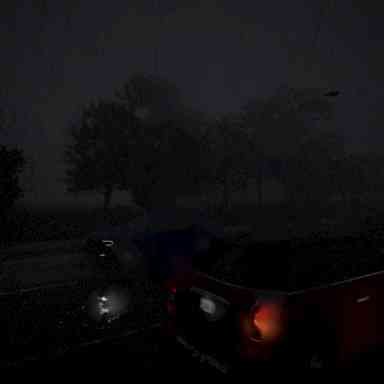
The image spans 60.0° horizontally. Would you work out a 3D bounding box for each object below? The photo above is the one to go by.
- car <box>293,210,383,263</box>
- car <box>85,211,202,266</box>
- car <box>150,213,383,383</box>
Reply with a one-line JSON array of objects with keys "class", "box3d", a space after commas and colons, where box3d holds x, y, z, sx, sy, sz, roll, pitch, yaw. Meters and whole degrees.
[{"class": "car", "box3d": [6.484, 1.535, 12.913, 5.357, 1.411, 2.033, 0, 0, -35]}, {"class": "car", "box3d": [-1.179, 1.472, 11.747, 5.008, 1.535, 1.882, 0, 0, -35]}, {"class": "car", "box3d": [1.913, 1.348, 5.113, 4.553, 1.767, 2.097, 0, 0, -35]}]
